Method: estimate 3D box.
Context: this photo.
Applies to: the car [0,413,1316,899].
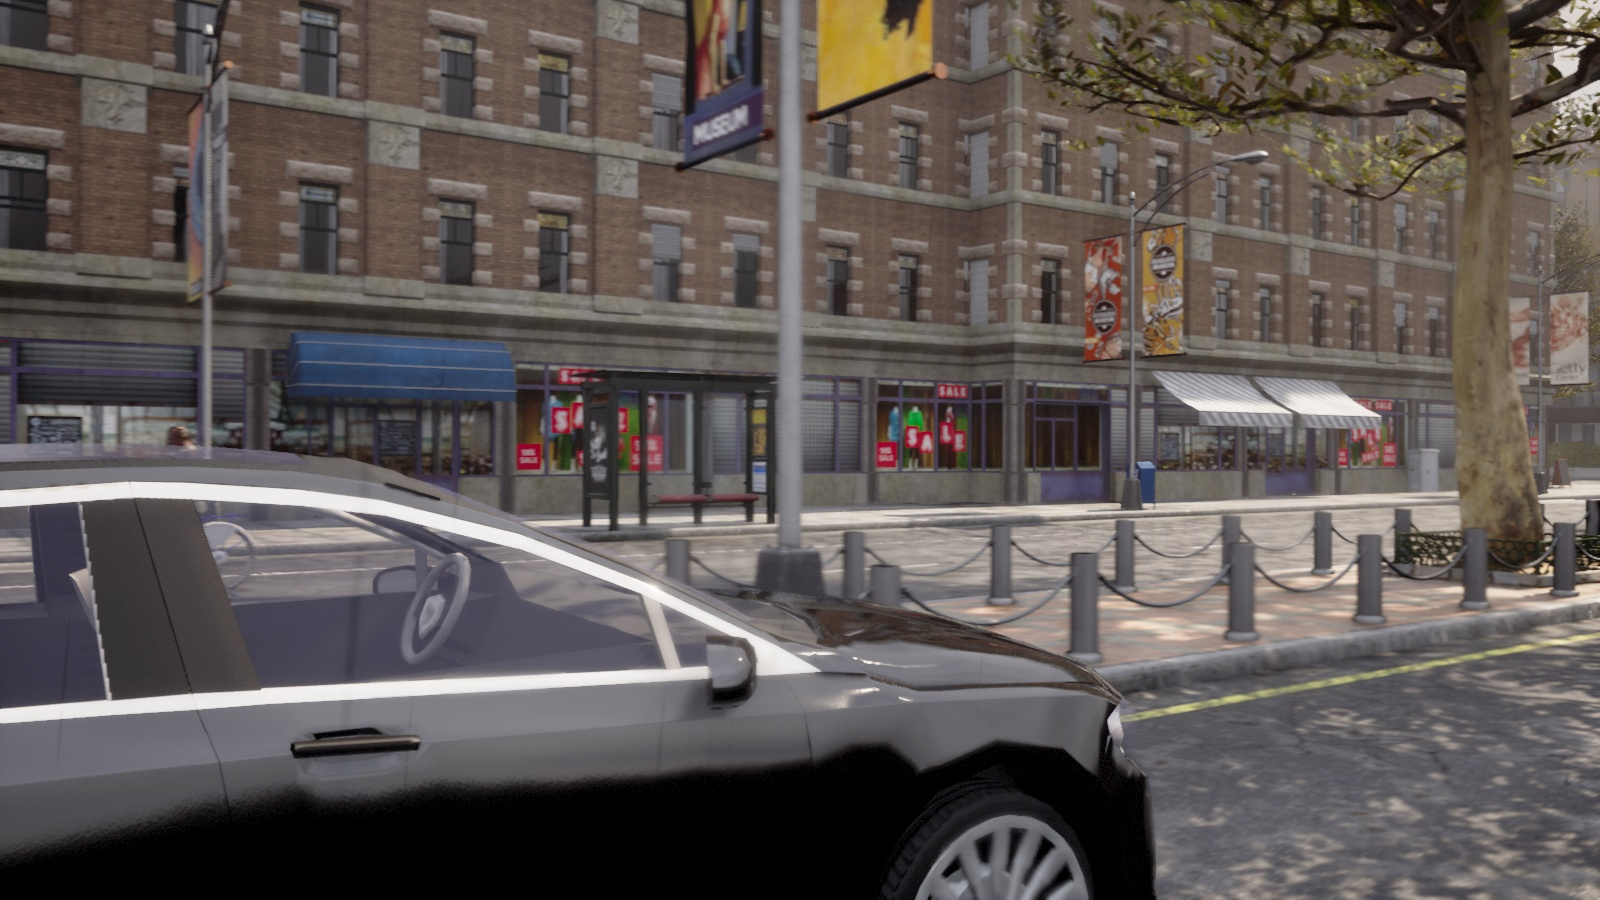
[{"bbox_3d":[-1.262,0.710,2.781,4.902,1.511,2.128,0,0,-35],"label":"car"}]
